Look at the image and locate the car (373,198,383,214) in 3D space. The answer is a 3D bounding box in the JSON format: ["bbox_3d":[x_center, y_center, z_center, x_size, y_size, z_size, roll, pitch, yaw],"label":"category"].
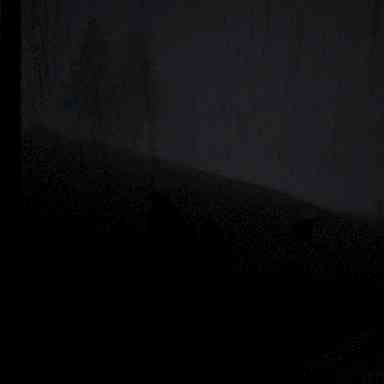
[{"bbox_3d":[20.783,1.265,33.717,2.150,2.045,5.566,0,-1,-3],"label":"car"}]
